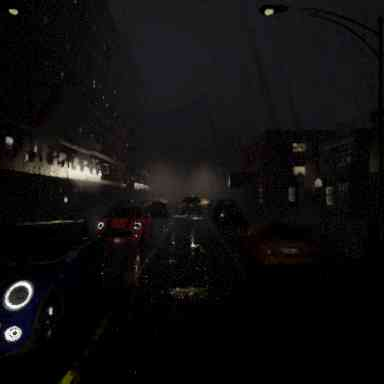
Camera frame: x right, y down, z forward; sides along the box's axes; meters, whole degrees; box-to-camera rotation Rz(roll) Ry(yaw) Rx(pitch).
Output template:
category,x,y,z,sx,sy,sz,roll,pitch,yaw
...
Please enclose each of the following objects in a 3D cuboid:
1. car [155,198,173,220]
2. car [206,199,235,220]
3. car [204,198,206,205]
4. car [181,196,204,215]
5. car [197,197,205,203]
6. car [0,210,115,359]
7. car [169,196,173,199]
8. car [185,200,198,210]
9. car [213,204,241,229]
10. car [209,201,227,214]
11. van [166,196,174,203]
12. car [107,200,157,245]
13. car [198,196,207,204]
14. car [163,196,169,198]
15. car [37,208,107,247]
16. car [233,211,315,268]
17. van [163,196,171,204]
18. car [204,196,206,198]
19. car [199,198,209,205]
category,x,y,z,sx,sy,sz,roll,pitch,yaw
car,-3.136,1.690,31.107,1.882,1.535,5.008,0,1,0
car,2.645,1.507,27.859,2.192,1.841,5.009,0,0,0
car,3.064,1.847,47.041,1.837,1.490,4.892,0,0,0
car,-0.066,1.493,38.490,2.150,2.045,5.566,0,0,0
car,2.529,2.192,94.326,1.967,1.590,4.097,0,-1,0
car,-3.102,1.384,6.299,2.097,1.767,4.553,0,0,0
car,-5.813,1.859,72.157,2.192,1.841,5.009,0,0,0
car,-0.074,1.880,48.934,1.812,1.442,4.674,0,0,0
car,2.654,1.733,22.318,1.802,1.307,4.206,0,0,0
car,3.079,1.812,40.041,1.812,1.442,4.674,0,0,0
van,-5.842,2.034,88.774,1.690,1.788,3.998,0,-1,0
car,-3.127,1.453,16.119,2.097,1.767,4.553,0,0,0
car,2.549,1.964,83.249,2.192,1.841,5.009,0,-1,0
car,-5.794,1.890,61.077,1.967,1.590,4.097,0,0,0
car,-5.717,1.628,16.594,1.752,1.417,4.829,0,0,0
car,2.673,1.598,11.410,1.752,1.417,4.829,0,0,0
van,-5.822,1.933,77.697,1.690,1.788,3.998,0,-1,0
car,2.576,2.030,66.801,1.752,1.417,4.829,0,-1,0
car,2.567,2.101,72.169,2.008,1.369,4.403,0,-1,0
